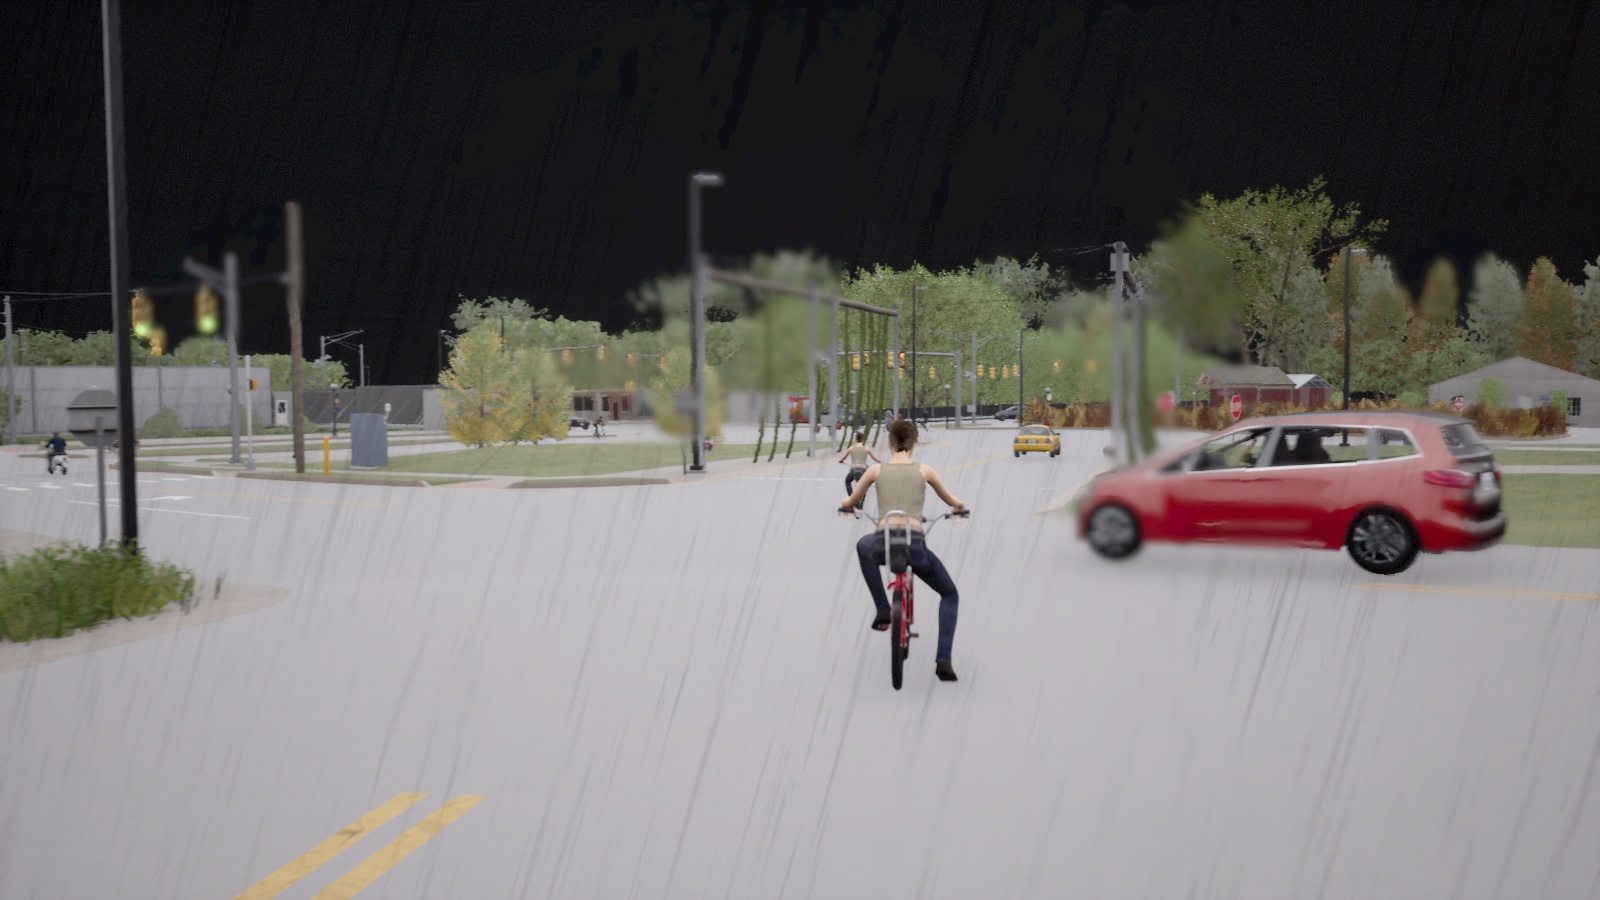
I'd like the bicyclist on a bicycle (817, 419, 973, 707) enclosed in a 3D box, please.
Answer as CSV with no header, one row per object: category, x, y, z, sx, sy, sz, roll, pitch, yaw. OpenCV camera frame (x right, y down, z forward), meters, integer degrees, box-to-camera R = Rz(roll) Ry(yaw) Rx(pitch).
bicyclist on a bicycle,0.625,0.619,7.818,0.866,1.612,1.509,0,1,7

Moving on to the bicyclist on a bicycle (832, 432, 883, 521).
bicyclist on a bicycle,1.102,0.473,23.796,0.866,1.612,1.509,1,2,7

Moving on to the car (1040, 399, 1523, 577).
car,5.362,0.355,14.291,4.611,1.667,2.242,-1,2,41

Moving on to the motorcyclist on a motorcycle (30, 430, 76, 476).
motorcyclist on a motorcycle,-27.290,0.087,45.855,1.817,1.590,0.866,1,3,42

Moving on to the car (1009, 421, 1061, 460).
car,10.729,-0.471,57.075,1.801,1.575,5.366,1,2,16

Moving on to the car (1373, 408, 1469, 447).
car,28.174,-0.997,57.193,2.152,1.651,5.027,-1,0,4
